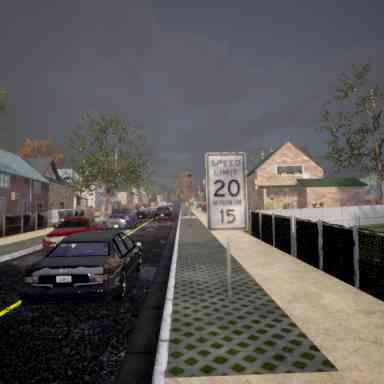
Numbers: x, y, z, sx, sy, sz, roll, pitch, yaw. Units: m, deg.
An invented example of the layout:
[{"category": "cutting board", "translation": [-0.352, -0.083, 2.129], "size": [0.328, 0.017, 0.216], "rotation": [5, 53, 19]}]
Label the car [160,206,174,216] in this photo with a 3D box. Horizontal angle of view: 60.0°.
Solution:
[{"category": "car", "translation": [-3.684, 2.846, 49.354], "size": [1.895, 1.301, 4.718], "rotation": [-1, -1, -2]}]

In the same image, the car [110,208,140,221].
[{"category": "car", "translation": [-5.884, 2.104, 27.726], "size": [2.097, 1.767, 4.553], "rotation": [-1, -1, -2]}]

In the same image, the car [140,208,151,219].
[{"category": "car", "translation": [-6.234, 2.722, 42.028], "size": [1.895, 1.301, 4.718], "rotation": [-1, -1, -1]}]

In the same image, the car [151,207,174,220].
[{"category": "car", "translation": [-3.331, 2.455, 38.915], "size": [1.882, 1.535, 5.008], "rotation": [-1, -1, -1]}]

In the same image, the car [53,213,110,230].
[{"category": "car", "translation": [-5.536, 1.973, 16.096], "size": [1.812, 1.442, 4.674], "rotation": [-1, -2, -2]}]

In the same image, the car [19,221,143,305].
[{"category": "car", "translation": [-2.467, 1.737, 8.713], "size": [2.033, 1.411, 5.357], "rotation": [-1, -1, -2]}]
